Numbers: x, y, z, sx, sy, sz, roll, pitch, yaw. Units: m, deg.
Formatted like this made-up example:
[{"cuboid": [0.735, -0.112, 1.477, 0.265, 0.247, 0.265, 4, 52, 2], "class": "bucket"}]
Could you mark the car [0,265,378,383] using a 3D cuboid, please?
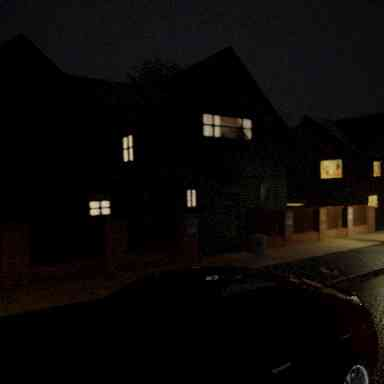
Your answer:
[{"cuboid": [-0.036, 1.526, 3.101, 4.674, 1.442, 1.812, 0, 0, -36], "class": "car"}]
